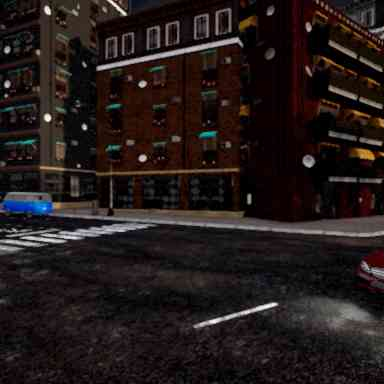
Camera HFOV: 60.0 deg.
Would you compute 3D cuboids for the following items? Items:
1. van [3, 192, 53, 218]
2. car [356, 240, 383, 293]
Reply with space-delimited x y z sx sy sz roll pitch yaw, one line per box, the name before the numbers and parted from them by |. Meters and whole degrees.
van | -12.292 0.940 24.834 3.998 1.788 1.690 1 -1 26
car | 5.828 1.607 7.963 4.674 1.442 1.812 1 0 -36
